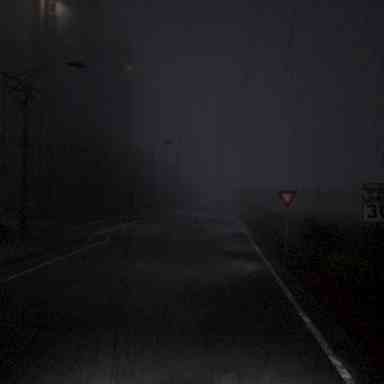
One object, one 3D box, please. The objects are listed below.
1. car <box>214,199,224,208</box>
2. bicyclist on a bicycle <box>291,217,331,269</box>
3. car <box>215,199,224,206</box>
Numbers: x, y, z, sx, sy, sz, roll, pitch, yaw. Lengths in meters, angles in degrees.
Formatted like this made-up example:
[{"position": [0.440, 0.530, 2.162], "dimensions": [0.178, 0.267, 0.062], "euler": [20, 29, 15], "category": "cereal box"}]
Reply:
[{"position": [5.401, 2.320, 65.655], "dimensions": [2.033, 1.411, 5.357], "euler": [1, -1, 5], "category": "car"}, {"position": [3.895, 1.600, 10.475], "dimensions": [1.656, 1.620, 0.582], "euler": [-6, -1, 5], "category": "bicyclist on a bicycle"}, {"position": [6.298, 2.379, 76.236], "dimensions": [1.812, 1.442, 4.674], "euler": [1, -1, 5], "category": "car"}]
